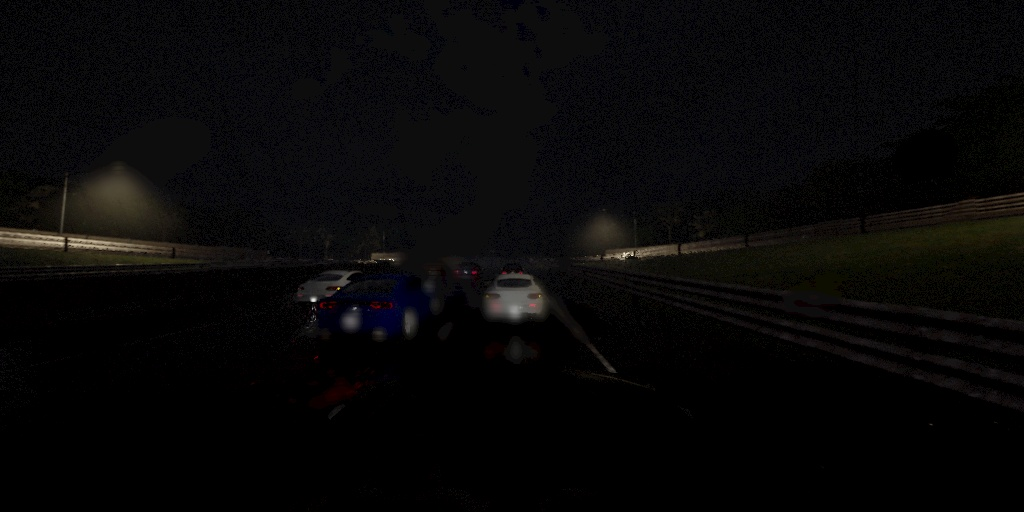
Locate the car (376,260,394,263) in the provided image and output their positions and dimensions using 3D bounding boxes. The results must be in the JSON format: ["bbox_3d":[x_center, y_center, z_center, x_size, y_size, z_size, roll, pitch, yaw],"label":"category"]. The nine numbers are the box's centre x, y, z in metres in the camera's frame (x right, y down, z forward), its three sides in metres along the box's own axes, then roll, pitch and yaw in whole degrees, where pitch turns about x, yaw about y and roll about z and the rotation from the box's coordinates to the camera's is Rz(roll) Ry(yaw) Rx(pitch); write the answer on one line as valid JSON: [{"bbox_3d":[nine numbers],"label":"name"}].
[{"bbox_3d":[-17.649,1.265,49.823,1.837,1.490,4.892,0,0,0],"label":"car"}]

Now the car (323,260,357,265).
[{"bbox_3d":[-21.153,1.254,45.177,2.128,1.511,4.902,0,0,0],"label":"car"}]

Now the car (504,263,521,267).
[{"bbox_3d":[0.057,1.305,29.658,2.033,1.411,5.357,0,0,0],"label":"car"}]

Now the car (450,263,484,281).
[{"bbox_3d":[-3.444,1.307,29.710,2.033,1.411,5.357,0,0,0],"label":"car"}]

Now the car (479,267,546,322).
[{"bbox_3d":[0.083,1.281,12.118,1.812,1.442,4.674,0,0,0],"label":"car"}]

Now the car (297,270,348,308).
[{"bbox_3d":[-6.907,1.286,14.795,1.812,1.442,4.674,0,0,0],"label":"car"}]

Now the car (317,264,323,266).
[{"bbox_3d":[-24.641,1.363,49.082,1.895,1.301,4.718,0,0,0],"label":"car"}]

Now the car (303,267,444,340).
[{"bbox_3d":[-3.414,1.234,10.067,1.882,1.535,5.008,0,0,0],"label":"car"}]

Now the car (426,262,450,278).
[{"bbox_3d":[-6.951,1.265,33.928,1.837,1.490,4.892,0,0,0],"label":"car"}]
